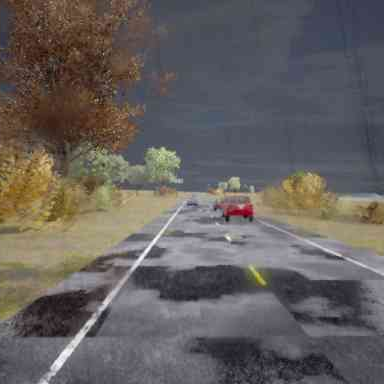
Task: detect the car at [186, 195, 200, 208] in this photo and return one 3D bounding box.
[{"bbox_3d":[0.123,1.552,48.621,2.033,1.411,5.357,0,0,0],"label":"car"}]

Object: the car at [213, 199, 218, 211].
[{"bbox_3d":[3.632,1.540,41.553,1.812,1.442,4.674,0,0,1],"label":"car"}]

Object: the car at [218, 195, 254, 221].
[{"bbox_3d":[3.626,1.238,27.134,2.150,2.045,5.566,0,0,1],"label":"car"}]
